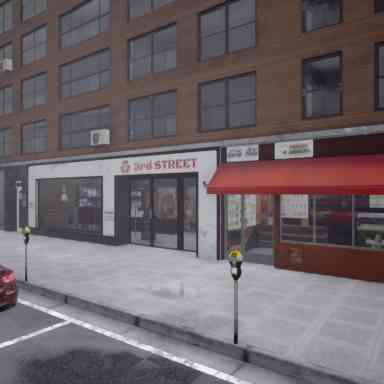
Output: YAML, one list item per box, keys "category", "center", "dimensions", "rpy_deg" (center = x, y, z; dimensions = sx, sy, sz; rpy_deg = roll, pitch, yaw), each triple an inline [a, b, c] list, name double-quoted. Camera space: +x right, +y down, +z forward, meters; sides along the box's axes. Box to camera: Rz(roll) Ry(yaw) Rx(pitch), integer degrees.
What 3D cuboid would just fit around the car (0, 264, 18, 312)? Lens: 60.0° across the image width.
- category: "car"
  center: [-4.934, 1.582, 6.331]
  dimensions: [4.206, 1.307, 1.802]
  rpy_deg: [0, 0, 36]
